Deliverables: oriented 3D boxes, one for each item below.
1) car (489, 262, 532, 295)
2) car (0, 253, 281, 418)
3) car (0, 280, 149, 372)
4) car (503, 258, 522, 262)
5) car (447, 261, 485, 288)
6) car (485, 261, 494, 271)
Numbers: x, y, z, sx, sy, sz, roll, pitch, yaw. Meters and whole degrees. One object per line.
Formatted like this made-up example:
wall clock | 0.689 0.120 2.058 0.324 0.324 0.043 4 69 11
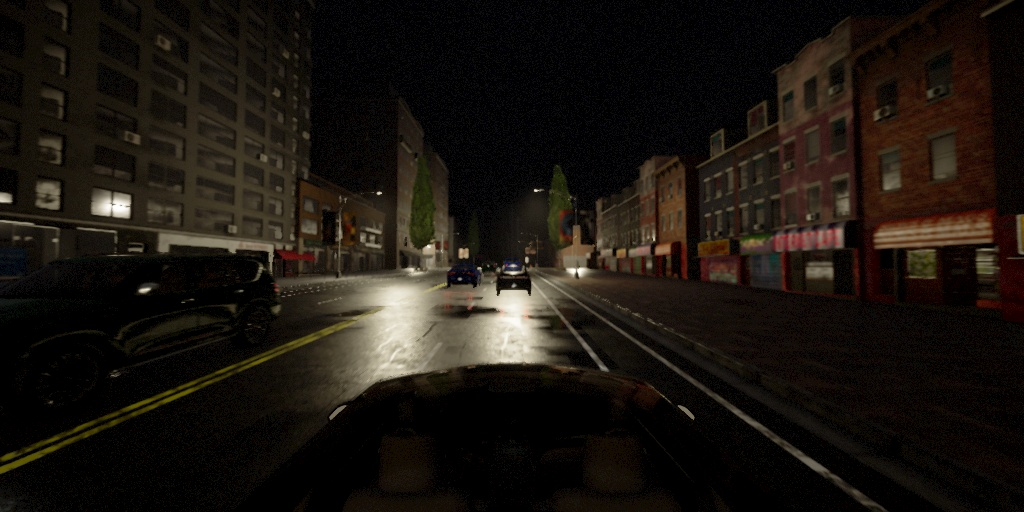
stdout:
car | 0.090 1.263 19.855 2.128 1.511 4.902 0 0 0
car | -6.611 0.962 6.269 2.150 2.045 5.566 0 0 0
car | -9.850 1.289 6.037 2.033 1.411 5.357 0 0 0
car | 0.078 1.248 44.873 2.150 2.045 5.566 0 0 0
car | -3.161 1.278 24.322 1.882 1.535 5.008 0 0 0
car | -3.175 1.446 50.651 2.097 1.767 4.553 0 -1 0
